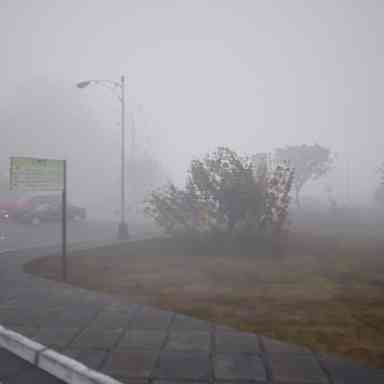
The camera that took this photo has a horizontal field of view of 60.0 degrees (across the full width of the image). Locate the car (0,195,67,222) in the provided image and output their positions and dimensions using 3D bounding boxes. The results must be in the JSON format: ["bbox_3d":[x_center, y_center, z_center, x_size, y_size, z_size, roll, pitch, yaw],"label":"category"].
[{"bbox_3d":[-12.534,1.284,26.595,2.150,2.045,5.566,0,0,37],"label":"car"}]

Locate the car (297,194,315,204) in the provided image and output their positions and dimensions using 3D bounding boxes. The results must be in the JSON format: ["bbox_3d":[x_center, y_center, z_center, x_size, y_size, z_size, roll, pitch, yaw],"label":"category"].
[{"bbox_3d":[19.329,1.096,56.267,1.812,1.442,4.674,0,1,31],"label":"car"}]

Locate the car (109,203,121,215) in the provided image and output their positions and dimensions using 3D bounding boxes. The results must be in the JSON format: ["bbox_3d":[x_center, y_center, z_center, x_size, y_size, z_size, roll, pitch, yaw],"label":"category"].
[{"bbox_3d":[-6.253,1.543,34.392,2.128,1.511,4.902,0,0,39],"label":"car"}]

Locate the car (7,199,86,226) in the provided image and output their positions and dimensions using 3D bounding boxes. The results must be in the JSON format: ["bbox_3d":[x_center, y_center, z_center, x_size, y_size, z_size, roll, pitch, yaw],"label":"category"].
[{"bbox_3d":[-10.107,1.532,23.994,1.882,1.535,5.008,0,0,39],"label":"car"}]

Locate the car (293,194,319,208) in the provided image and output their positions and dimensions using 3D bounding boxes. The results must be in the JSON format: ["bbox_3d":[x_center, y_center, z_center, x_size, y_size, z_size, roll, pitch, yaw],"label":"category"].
[{"bbox_3d":[15.793,1.386,44.960,1.895,1.301,4.718,0,1,37],"label":"car"}]

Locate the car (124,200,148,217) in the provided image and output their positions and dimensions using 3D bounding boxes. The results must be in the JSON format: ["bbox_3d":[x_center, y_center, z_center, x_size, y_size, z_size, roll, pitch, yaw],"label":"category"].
[{"bbox_3d":[-3.718,1.535,31.957,2.128,1.511,4.902,0,0,39],"label":"car"}]
